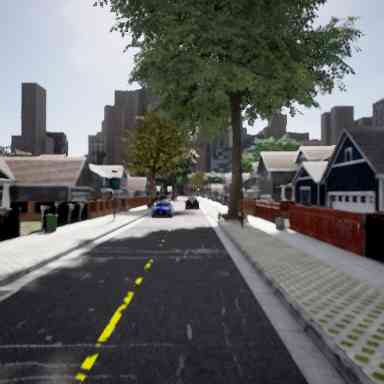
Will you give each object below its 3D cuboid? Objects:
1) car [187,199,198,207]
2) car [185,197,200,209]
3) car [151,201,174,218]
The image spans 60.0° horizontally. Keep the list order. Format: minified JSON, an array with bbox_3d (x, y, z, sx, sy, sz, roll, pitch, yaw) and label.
[{"bbox_3d":[0.041,1.860,58.852,1.895,1.301,4.718,0,0,0],"label":"car"},{"bbox_3d":[0.033,1.566,48.788,2.097,1.767,4.553,0,0,0],"label":"car"},{"bbox_3d":[-2.779,1.618,32.403,1.882,1.535,5.008,0,-1,0],"label":"car"}]
